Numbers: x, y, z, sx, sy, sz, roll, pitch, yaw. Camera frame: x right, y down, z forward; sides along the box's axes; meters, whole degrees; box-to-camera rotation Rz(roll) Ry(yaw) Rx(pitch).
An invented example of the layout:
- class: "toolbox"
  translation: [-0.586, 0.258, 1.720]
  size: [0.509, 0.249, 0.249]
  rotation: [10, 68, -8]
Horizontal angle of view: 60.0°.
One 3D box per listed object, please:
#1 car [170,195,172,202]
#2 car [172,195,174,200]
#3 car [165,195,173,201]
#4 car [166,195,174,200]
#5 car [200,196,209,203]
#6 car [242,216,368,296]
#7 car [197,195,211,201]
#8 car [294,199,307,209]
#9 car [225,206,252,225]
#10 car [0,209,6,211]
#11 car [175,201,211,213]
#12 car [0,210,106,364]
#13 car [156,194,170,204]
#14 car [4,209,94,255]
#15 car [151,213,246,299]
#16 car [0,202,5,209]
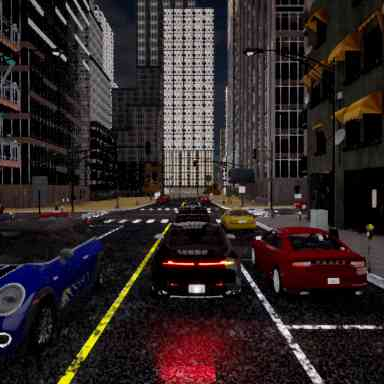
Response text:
- class: "car"
  translation: [-5.834, 1.310, 68.622]
  size: [2.192, 1.841, 5.009]
  rotation: [-1, 0, 0]
- class: "car"
  translation: [-5.845, 1.310, 74.181]
  size: [2.192, 1.841, 5.009]
  rotation: [-1, 0, 0]
- class: "car"
  translation: [-5.865, 1.521, 85.130]
  size: [1.752, 1.417, 4.829]
  rotation: [-1, 0, 0]
- class: "car"
  translation: [-5.875, 1.541, 90.859]
  size: [1.887, 1.381, 4.507]
  rotation: [-1, 0, 0]
- class: "car"
  translation: [2.548, 1.520, 68.807]
  size: [1.752, 1.417, 4.829]
  rotation: [-1, 0, 0]
- class: "car"
  translation: [2.666, 1.543, 8.504]
  size: [1.887, 1.381, 4.507]
  rotation: [-1, 0, 0]
- class: "car"
  translation: [2.558, 1.435, 63.077]
  size: [1.967, 1.590, 4.097]
  rotation: [-1, 0, 0]
- class: "car"
  translation: [14.176, 1.254, 38.698]
  size: [4.507, 1.381, 1.887]
  rotation: [-1, 1, -1]
- class: "car"
  translation: [2.644, 1.522, 19.721]
  size: [1.752, 1.417, 4.829]
  rotation: [-1, 0, 0]
- class: "car"
  translation: [-5.716, 1.438, 8.502]
  size: [1.967, 1.590, 4.097]
  rotation: [-1, 0, 0]
- class: "car"
  translation: [0.060, 1.475, 18.706]
  size: [1.882, 1.535, 5.008]
  rotation: [0, 0, 0]
- class: "car"
  translation: [-3.103, 1.351, 6.073]
  size: [2.097, 1.767, 4.553]
  rotation: [0, 0, 0]
- class: "car"
  translation: [-5.821, 1.540, 63.062]
  size: [1.887, 1.381, 4.507]
  rotation: [-1, 0, 0]
- class: "car"
  translation: [-5.726, 1.542, 14.026]
  size: [1.887, 1.381, 4.507]
  rotation: [-1, 0, 0]
- class: "car"
  translation: [0.082, 1.503, 8.434]
  size: [1.837, 1.490, 4.892]
  rotation: [0, 0, 0]
- class: "car"
  translation: [-23.922, 1.744, 38.300]
  size: [4.097, 1.590, 1.967]
  rotation: [-1, 1, -1]
